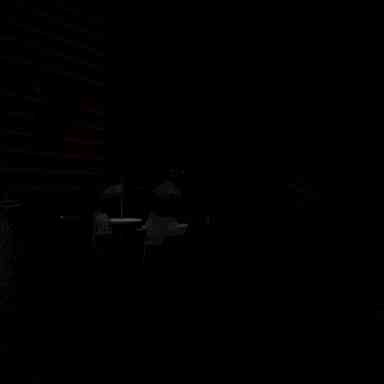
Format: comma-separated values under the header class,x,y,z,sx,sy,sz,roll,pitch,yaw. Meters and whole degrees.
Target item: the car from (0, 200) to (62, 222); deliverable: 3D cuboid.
class,x,y,z,sx,sy,sz,roll,pitch,yaw
car,-13.121,1.581,27.337,1.812,1.442,4.674,0,0,40
